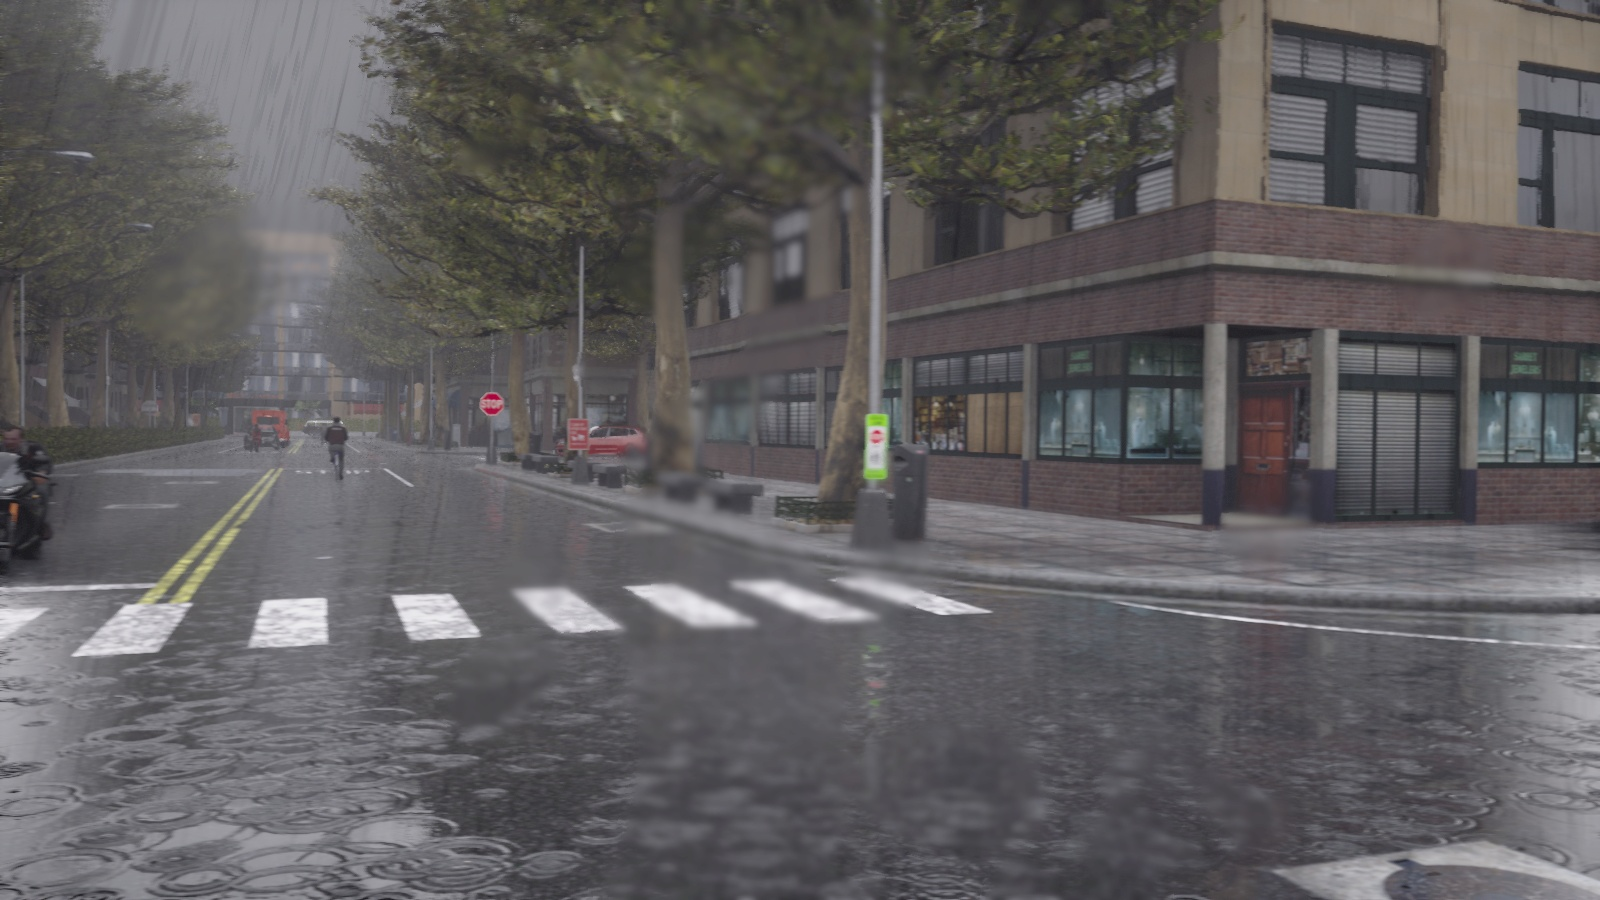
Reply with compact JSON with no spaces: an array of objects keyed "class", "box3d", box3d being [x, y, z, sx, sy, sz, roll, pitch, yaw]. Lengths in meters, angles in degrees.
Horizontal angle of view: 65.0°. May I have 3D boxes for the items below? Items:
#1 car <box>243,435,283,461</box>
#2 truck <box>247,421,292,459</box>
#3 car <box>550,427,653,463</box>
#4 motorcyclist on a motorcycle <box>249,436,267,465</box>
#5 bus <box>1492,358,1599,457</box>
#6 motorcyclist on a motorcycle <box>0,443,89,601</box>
[{"class":"car","box3d":[-32.269,-0.136,75.560,2.007,1.525,4.514,-1,1,-21]},{"class":"truck","box3d":[-36.363,-0.699,86.142,2.627,2.467,5.204,-1,1,-21]},{"class":"car","box3d":[-9.816,-0.261,62.032,4.611,1.667,2.242,-1,1,-22]},{"class":"motorcyclist on a motorcycle","box3d":[-29.108,-0.002,67.440,0.797,1.523,2.044,-1,1,-22]},{"class":"bus","box3d":[36.201,-1.864,54.929,3.944,4.253,10.273,-1,1,-21]},{"class":"motorcyclist on a motorcycle","box3d":[-8.243,0.705,13.328,0.866,1.530,2.191,-1,1,-21]}]
